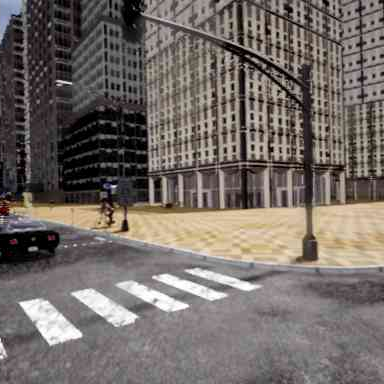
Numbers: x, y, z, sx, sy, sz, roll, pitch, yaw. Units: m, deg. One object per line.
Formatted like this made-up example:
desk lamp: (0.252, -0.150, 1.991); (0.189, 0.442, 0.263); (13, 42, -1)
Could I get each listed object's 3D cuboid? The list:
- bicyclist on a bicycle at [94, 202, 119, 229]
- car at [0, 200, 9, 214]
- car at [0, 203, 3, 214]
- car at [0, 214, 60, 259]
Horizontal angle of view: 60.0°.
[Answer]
bicyclist on a bicycle: (-5.232, 1.424, 20.435); (1.656, 1.620, 0.582); (-2, 0, -37)
car: (-22.879, 1.834, 39.161); (2.192, 1.841, 5.009); (-1, 0, -37)
car: (-26.188, 2.138, 43.599); (1.887, 1.381, 4.507); (-1, 0, -37)
car: (-6.960, 1.759, 13.545); (1.895, 1.301, 4.718); (-1, 0, -37)
